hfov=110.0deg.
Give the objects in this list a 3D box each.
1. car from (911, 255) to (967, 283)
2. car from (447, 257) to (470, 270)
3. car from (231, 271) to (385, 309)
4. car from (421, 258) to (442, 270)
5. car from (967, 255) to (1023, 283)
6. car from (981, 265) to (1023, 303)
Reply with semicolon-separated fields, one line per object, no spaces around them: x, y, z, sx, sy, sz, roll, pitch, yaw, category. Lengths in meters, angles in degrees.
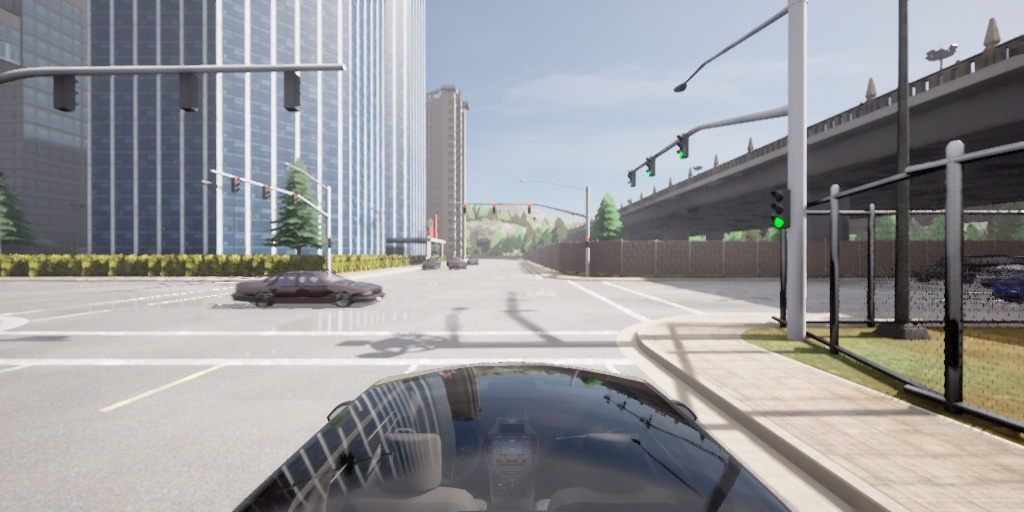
31.389;0.942;24.960;5.566;2.045;2.150;0;0;0;car
-7.085;1.150;47.101;1.994;1.385;4.181;0;0;0;car
-7.982;1.294;14.277;5.357;1.411;2.033;0;0;0;car
-10.583;1.088;47.395;1.837;1.490;4.892;0;1;0;car
31.508;0.955;21.453;5.566;2.045;2.150;0;0;0;car
22.610;1.267;14.345;5.008;1.535;1.882;0;0;0;car
